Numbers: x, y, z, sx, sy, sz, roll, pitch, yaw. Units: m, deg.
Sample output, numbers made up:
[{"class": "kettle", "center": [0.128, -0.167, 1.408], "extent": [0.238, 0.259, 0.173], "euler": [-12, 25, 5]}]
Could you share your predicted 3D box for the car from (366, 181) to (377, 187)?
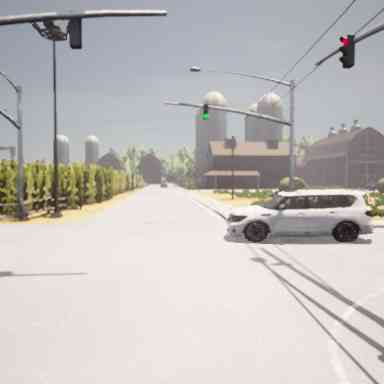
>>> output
[{"class": "car", "center": [41.909, -1.537, 77.480], "extent": [1.905, 1.878, 3.866], "euler": [9, 9, 41]}]

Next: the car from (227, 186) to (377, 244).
[{"class": "car", "center": [4.204, 0.960, 13.322], "extent": [5.566, 2.045, 2.150], "euler": [-1, 3, 4]}]
